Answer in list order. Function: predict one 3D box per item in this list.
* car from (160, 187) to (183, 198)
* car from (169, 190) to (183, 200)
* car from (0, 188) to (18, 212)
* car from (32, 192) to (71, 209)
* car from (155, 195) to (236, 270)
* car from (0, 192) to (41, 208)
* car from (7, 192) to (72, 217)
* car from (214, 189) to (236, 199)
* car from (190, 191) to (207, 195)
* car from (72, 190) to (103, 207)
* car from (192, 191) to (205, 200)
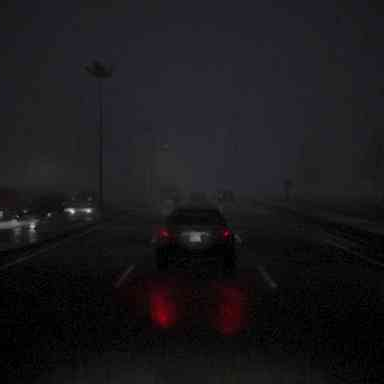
[{"bbox_3d":[-2.726,0.373,41.491,2.150,2.045,5.566,0,1,1],"label":"car"},{"bbox_3d":[-2.503,0.485,52.812,1.994,1.385,4.181,0,1,2],"label":"car"},{"bbox_3d":[-14.590,0.723,23.995,2.150,2.045,5.566,0,1,1],"label":"car"},{"bbox_3d":[-14.376,0.769,34.342,1.882,1.535,5.008,0,1,1],"label":"car"},{"bbox_3d":[0.133,1.137,10.425,2.097,1.767,4.553,0,1,1],"label":"car"},{"bbox_3d":[-17.866,0.805,34.857,1.812,1.442,4.674,0,1,1],"label":"car"},{"bbox_3d":[-11.077,0.983,24.610,2.128,1.511,4.902,0,1,1],"label":"car"},{"bbox_3d":[4.279,0.503,41.664,2.097,1.767,4.553,0,1,1],"label":"car"},{"bbox_3d":[0.781,0.639,41.786,2.128,1.511,4.902,0,1,1],"label":"car"},{"bbox_3d":[-10.867,0.637,34.740,2.097,1.767,4.553,0,1,1],"label":"car"},{"bbox_3d":[1.005,0.522,52.889,1.895,1.301,4.718,0,1,1],"label":"car"}]
